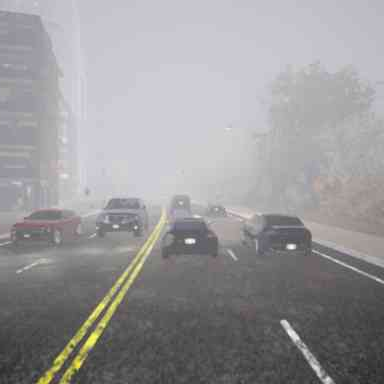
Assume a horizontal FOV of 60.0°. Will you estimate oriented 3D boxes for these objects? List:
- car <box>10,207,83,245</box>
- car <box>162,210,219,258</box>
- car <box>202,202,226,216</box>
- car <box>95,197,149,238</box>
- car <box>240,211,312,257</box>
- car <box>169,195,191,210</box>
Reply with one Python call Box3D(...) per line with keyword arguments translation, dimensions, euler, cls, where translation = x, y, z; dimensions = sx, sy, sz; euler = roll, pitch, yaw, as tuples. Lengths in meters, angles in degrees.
Box3D(translation=(-6.840, 1.533, 16.130), dimensions=(1.882, 1.535, 5.008), euler=(0, 0, -1), cls="car")
Box3D(translation=(-0.113, 1.599, 12.955), dimensions=(1.994, 1.385, 4.181), euler=(0, 0, -2), cls="car")
Box3D(translation=(2.169, 1.640, 33.308), dimensions=(1.994, 1.385, 4.181), euler=(0, 0, -4), cls="car")
Box3D(translation=(-3.638, 1.281, 18.293), dimensions=(2.150, 2.045, 5.566), euler=(0, -1, -2), cls="car")
Box3D(translation=(3.136, 1.534, 13.134), dimensions=(1.837, 1.490, 4.892), euler=(0, 0, -2), cls="car")
Box3D(translation=(-1.305, 1.311, 36.479), dimensions=(2.150, 2.045, 5.566), euler=(0, 0, -4), cls="car")
